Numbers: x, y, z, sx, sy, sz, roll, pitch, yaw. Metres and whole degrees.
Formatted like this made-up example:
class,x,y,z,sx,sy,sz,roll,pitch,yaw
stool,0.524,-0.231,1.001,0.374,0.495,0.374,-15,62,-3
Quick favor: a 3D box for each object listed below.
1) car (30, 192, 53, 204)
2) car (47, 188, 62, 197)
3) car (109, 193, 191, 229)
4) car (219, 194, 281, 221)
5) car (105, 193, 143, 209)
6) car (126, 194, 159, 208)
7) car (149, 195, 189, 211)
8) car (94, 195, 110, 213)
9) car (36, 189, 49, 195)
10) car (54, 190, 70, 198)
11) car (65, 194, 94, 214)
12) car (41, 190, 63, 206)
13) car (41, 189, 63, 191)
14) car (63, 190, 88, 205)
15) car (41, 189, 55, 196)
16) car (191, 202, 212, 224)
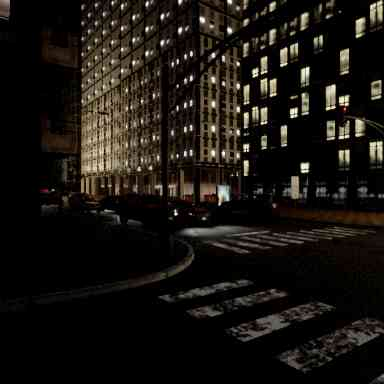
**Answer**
class,x,y,z,sx,sy,sz,roll,pitch,yaw
car,-18.936,0.752,41.710,1.802,1.307,4.206,2,0,-36
car,-28.538,0.099,69.114,1.967,1.590,4.097,1,0,-36
car,-2.595,1.008,19.302,2.192,1.841,5.009,2,0,-36
car,4.140,1.027,24.287,2.192,1.841,5.009,1,0,-36
car,-7.365,0.898,35.640,2.128,1.511,4.902,0,1,-36
car,-5.669,0.965,37.736,1.947,1.339,4.313,1,0,-36
car,-2.402,1.070,33.253,1.947,1.339,4.313,1,0,-36
car,-6.449,0.988,28.954,1.882,1.535,5.008,0,1,-36
car,-35.076,-0.011,78.080,1.887,1.381,4.507,1,0,-36
car,-25.274,0.309,64.632,1.887,1.381,4.507,1,0,-36
car,-9.136,1.067,28.266,1.802,1.307,4.206,2,0,-36
car,-15.669,0.827,37.229,2.008,1.369,4.403,2,0,-36
car,-25.554,0.382,60.590,1.994,1.385,4.181,0,1,-36
car,-12.340,0.813,37.053,2.128,1.511,4.902,0,1,-36
car,-31.808,0.096,73.597,1.887,1.381,4.507,1,0,-36
car,-0.671,1.220,21.026,1.812,1.442,4.674,0,1,-36
